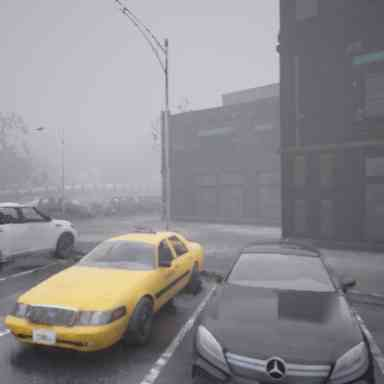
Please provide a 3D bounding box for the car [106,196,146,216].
[{"bbox_3d":[-8.208,1.500,35.209,5.566,2.045,2.435,0,0,14],"label":"car"}]

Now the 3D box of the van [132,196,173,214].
[{"bbox_3d":[-4.749,1.531,40.085,4.442,1.987,1.878,0,0,14],"label":"van"}]

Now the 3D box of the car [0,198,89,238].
[{"bbox_3d":[-5.987,1.336,10.465,2.435,2.045,5.566,-1,-1,15],"label":"car"}]

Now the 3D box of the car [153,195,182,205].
[{"bbox_3d":[-5.161,1.681,69.871,5.566,2.045,2.435,-1,-1,14],"label":"car"}]

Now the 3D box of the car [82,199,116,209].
[{"bbox_3d":[-15.351,1.924,54.865,4.892,1.521,2.231,-1,-1,14],"label":"car"}]

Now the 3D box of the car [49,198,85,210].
[{"bbox_3d":[-18.765,1.794,49.870,4.553,1.767,2.185,-1,-1,14],"label":"car"}]

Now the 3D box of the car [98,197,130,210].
[{"bbox_3d":[-11.636,1.729,49.842,2.097,1.767,4.553,-1,0,34],"label":"car"}]

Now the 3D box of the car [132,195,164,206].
[{"bbox_3d":[-8.607,1.680,64.882,5.566,2.045,2.435,-1,-1,14],"label":"car"}]

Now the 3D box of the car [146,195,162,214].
[{"bbox_3d":[-6.549,1.502,37.660,5.566,2.045,2.435,0,0,14],"label":"car"}]

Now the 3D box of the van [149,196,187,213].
[{"bbox_3d":[-3.091,1.533,42.536,4.442,1.987,1.878,0,0,14],"label":"van"}]

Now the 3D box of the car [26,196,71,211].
[{"bbox_3d":[-20.402,1.664,47.358,5.566,2.045,2.435,-1,-1,14],"label":"car"}]

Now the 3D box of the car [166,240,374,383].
[{"bbox_3d":[1.364,1.543,5.208,2.002,1.452,4.674,0,-1,15],"label":"car"}]

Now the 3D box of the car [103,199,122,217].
[{"bbox_3d":[-9.864,1.778,32.748,4.792,1.488,2.163,0,0,14],"label":"car"}]

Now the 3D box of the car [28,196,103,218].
[{"bbox_3d":[-11.467,1.495,30.310,5.566,2.045,2.435,0,0,14],"label":"car"}]

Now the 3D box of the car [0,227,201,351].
[{"bbox_3d":[-1.137,1.525,6.769,1.946,1.575,5.366,0,-1,15],"label":"car"}]

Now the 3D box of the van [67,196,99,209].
[{"bbox_3d":[-17.157,1.698,52.384,4.442,1.987,1.878,-1,-1,14],"label":"van"}]

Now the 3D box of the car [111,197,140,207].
[{"bbox_3d":[-11.934,1.801,59.858,4.553,1.767,2.185,-1,-1,14],"label":"car"}]

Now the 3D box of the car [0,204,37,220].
[{"bbox_3d":[-17.611,1.915,31.826,1.895,1.301,4.718,-1,0,34],"label":"car"}]

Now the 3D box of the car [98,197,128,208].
[{"bbox_3d":[-13.624,1.799,57.344,4.553,1.767,2.185,-1,-1,14],"label":"car"}]
